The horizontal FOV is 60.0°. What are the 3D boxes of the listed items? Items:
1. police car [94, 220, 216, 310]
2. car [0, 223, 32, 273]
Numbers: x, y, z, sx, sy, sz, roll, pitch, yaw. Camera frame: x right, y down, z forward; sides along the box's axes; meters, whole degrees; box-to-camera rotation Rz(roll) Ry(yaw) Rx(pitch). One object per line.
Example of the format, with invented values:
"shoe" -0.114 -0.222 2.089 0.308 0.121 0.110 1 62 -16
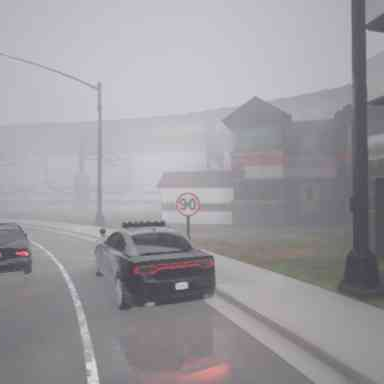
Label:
"police car" -1.271 1.549 8.437 1.930 1.638 5.238 0 -1 -25
"car" -6.288 1.727 10.721 2.033 1.411 5.357 0 -1 -30
